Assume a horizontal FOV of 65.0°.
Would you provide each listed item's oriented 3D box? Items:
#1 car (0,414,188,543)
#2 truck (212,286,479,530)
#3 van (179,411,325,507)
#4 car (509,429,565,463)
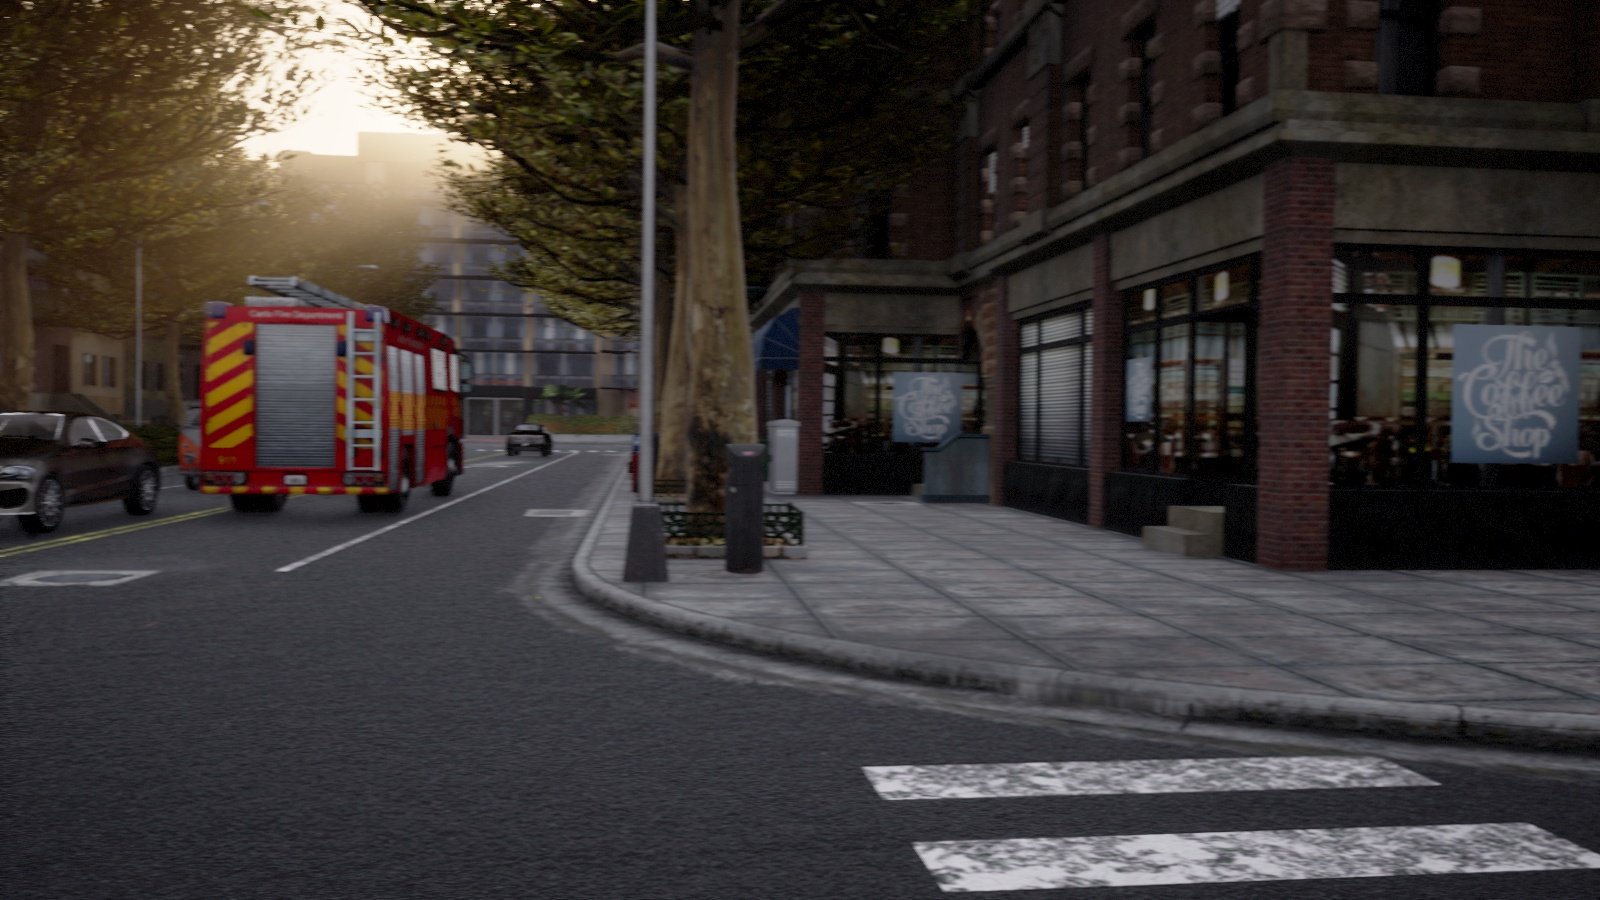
[{"bbox_3d":[-11.108,0.332,18.559,2.152,1.651,5.027,-1,1,-7],"label":"car"},{"bbox_3d":[-8.237,-0.741,24.044,2.891,3.827,8.468,-1,1,-7],"label":"truck"},{"bbox_3d":[-12.260,0.129,28.400,1.775,1.987,4.442,-1,1,-7],"label":"van"},{"bbox_3d":[-12.334,-0.239,59.165,2.128,1.511,4.902,-1,1,-7],"label":"car"}]
